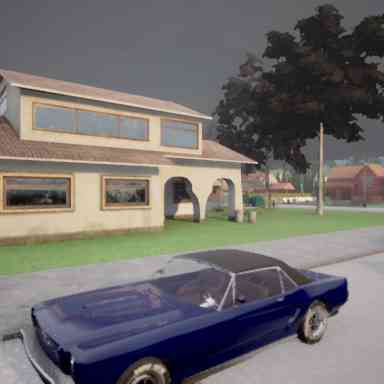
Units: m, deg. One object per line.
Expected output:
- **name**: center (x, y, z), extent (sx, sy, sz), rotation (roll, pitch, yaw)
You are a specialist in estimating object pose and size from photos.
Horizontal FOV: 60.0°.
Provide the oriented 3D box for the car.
- **car**: center (0.217, 1.601, 4.812), extent (4.718, 1.301, 1.895), rotation (0, 0, -37)
